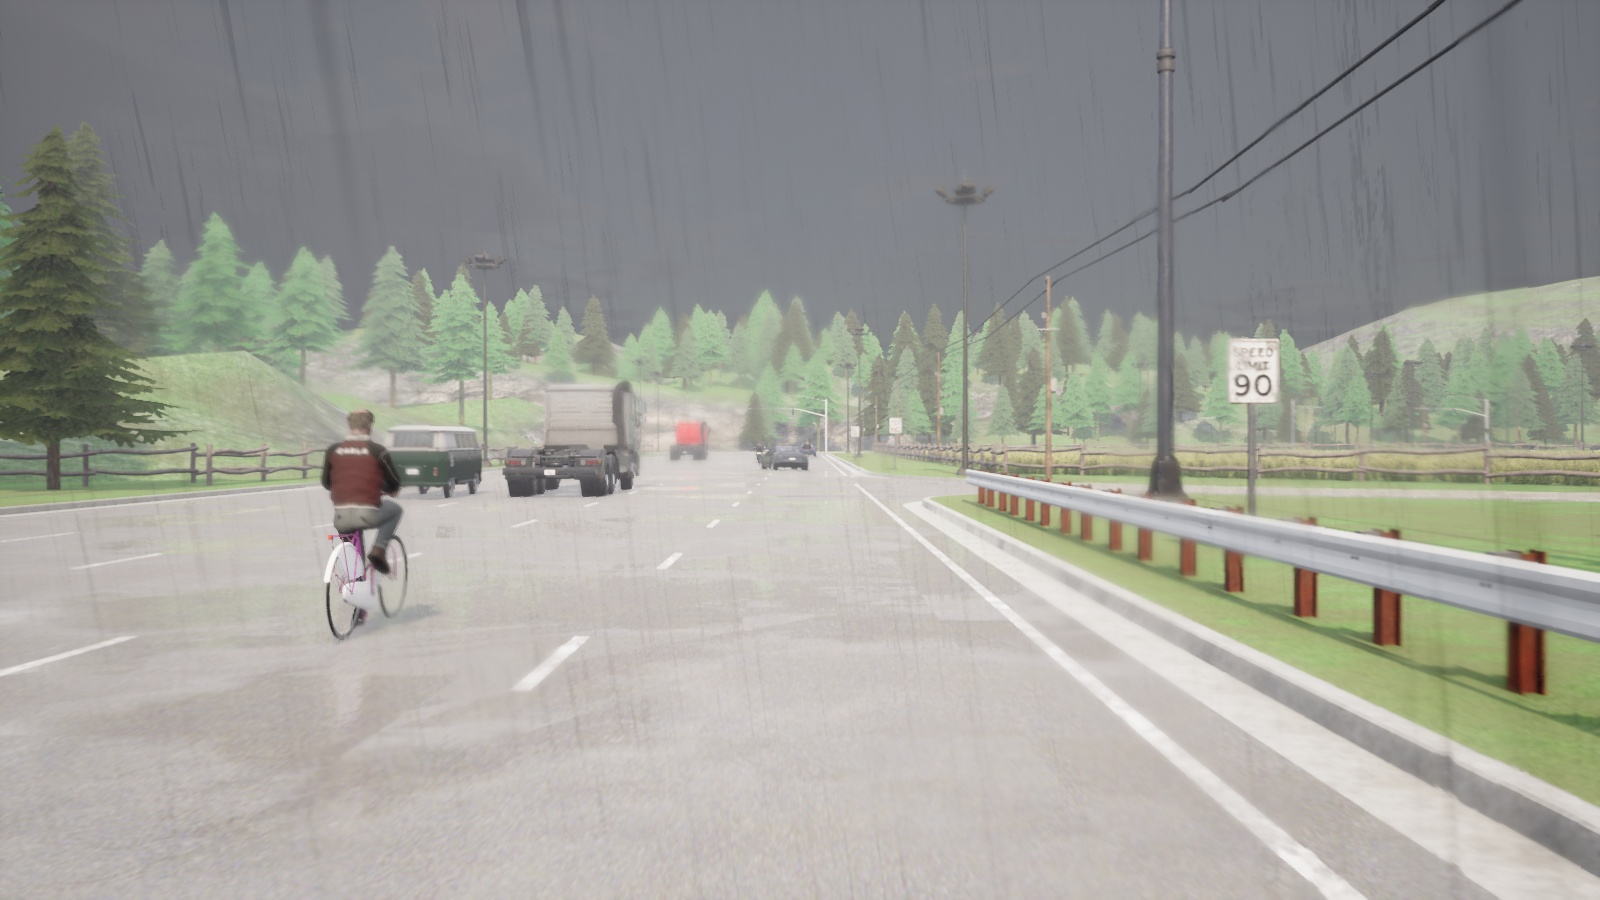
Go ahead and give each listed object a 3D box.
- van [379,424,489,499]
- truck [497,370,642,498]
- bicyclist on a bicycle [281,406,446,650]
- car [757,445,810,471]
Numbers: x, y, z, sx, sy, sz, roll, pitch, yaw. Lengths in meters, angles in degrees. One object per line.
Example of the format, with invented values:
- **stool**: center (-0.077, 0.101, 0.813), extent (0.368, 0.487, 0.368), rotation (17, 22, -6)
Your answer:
- **van**: center (-10.284, 0.291, 35.610), extent (1.775, 1.987, 4.442), rotation (0, 0, 0)
- **truck**: center (-6.769, -0.455, 38.054), extent (2.891, 3.462, 7.936), rotation (0, 0, 0)
- **bicyclist on a bicycle**: center (-3.428, 0.558, 10.033), extent (0.659, 1.776, 1.843), rotation (0, 1, 0)
- **car**: center (-0.927, 0.422, 68.710), extent (1.994, 1.385, 4.181), rotation (0, 0, -14)
